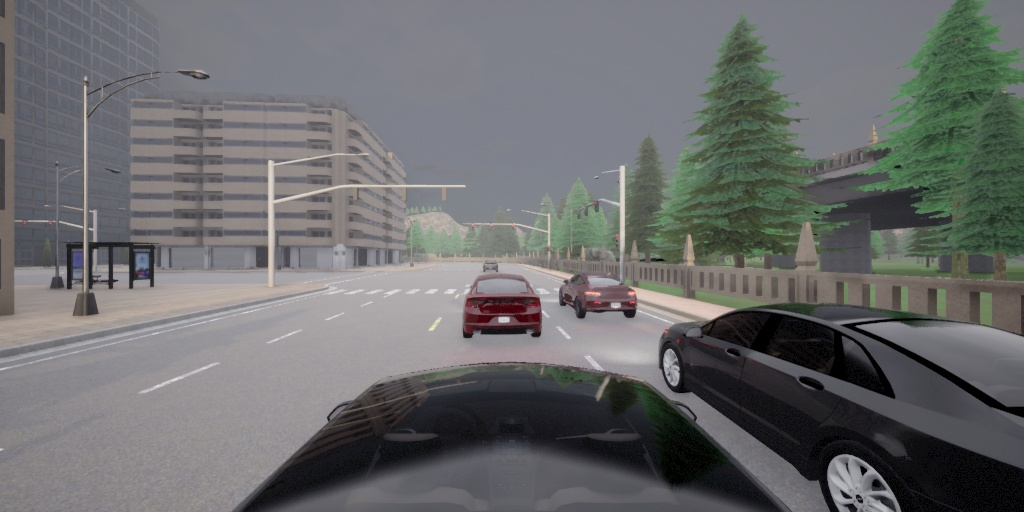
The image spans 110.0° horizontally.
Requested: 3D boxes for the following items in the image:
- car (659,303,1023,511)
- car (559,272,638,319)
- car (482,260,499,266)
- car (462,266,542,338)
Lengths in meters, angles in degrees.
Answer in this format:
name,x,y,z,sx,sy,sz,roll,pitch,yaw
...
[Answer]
name,x,y,z,sx,sy,sz,roll,pitch,yaw
car,3.255,1.255,3.815,1.837,1.490,4.892,0,0,0
car,2.914,1.276,12.805,1.812,1.442,4.674,0,0,-3
car,-2.704,1.242,45.402,2.128,1.511,4.902,0,0,-4
car,-0.347,1.228,10.228,1.882,1.535,5.008,0,0,-4
